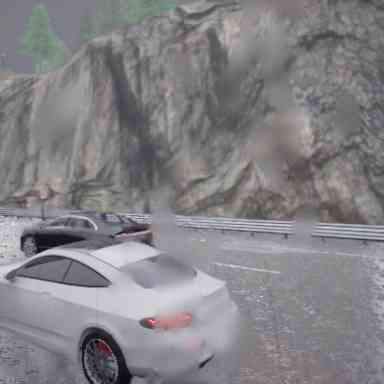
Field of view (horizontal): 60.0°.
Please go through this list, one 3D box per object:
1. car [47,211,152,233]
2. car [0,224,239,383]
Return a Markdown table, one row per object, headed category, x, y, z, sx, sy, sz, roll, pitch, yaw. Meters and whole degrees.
| category | x | y | z | sx | sy | sz | roll | pitch | yaw |
| --- | --- | --- | --- | --- | --- | --- | --- | --- | --- |
| car | -3.457 | 1.379 | 10.606 | 4.902 | 1.511 | 2.128 | 0 | 1 | 32 |
| car | -1.577 | 1.469 | 5.070 | 4.674 | 1.442 | 1.812 | 0 | 1 | 34 |
